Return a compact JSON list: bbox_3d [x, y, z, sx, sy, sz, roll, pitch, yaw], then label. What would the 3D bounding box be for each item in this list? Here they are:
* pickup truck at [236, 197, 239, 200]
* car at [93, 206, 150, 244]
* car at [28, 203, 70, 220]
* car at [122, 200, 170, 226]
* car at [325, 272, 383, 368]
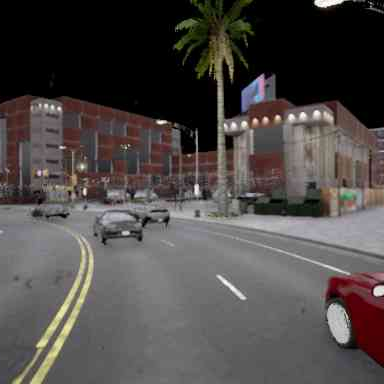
[{"bbox_3d":[7.825,1.103,42.241,2.390,2.098,6.274,-1,0,36],"label":"pickup truck"},{"bbox_3d":[-3.677,1.582,16.200,1.812,1.442,4.674,0,0,-22],"label":"car"},{"bbox_3d":[-12.993,1.699,30.136,5.357,1.411,2.033,-1,0,45],"label":"car"},{"bbox_3d":[-3.178,1.555,22.899,2.128,1.511,4.902,0,0,-30],"label":"car"},{"bbox_3d":[3.139,1.459,3.250,1.882,1.535,5.008,0,0,-4],"label":"car"}]
